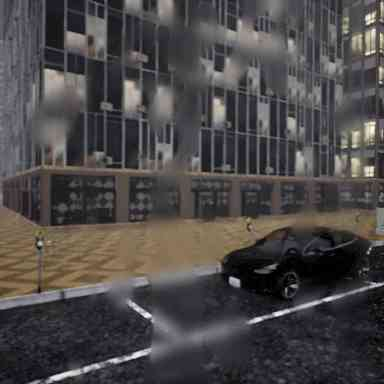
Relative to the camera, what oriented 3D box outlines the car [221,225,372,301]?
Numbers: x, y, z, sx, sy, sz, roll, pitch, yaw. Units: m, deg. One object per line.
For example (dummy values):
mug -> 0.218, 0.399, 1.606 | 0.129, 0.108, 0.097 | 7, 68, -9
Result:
car -> 2.732, 1.537, 8.252 | 4.313, 1.339, 1.947 | 0, 1, -33
